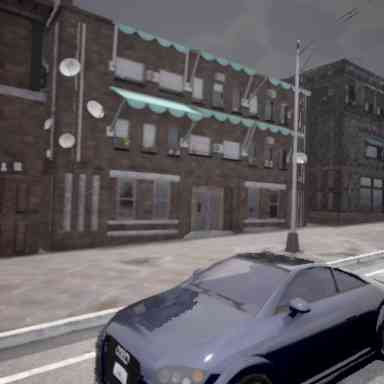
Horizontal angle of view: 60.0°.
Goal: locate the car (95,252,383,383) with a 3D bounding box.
[{"bbox_3d":[0.936,1.557,4.355,4.181,1.385,1.994,0,0,-35],"label":"car"}]
